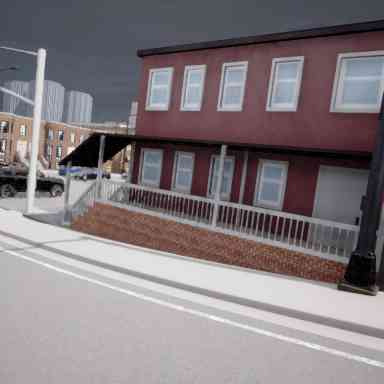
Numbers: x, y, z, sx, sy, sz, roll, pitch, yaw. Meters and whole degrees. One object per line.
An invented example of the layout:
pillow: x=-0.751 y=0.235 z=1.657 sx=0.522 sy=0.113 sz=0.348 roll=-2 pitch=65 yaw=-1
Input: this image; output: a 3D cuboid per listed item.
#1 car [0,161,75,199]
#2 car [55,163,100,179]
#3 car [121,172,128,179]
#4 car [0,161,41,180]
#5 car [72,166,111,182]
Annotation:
car: x=-11.128 y=-0.736 z=22.151 sx=2.150 sy=2.045 sz=5.566 roll=10 pitch=6 yaw=35
car: x=-14.297 y=-2.570 z=41.825 sx=1.882 sy=1.535 sz=5.008 roll=10 pitch=6 yaw=36
car: x=-8.421 y=-2.549 z=49.938 sx=2.128 sy=1.511 sz=4.902 roll=10 pitch=6 yaw=36
car: x=-17.357 y=-2.059 z=31.665 sx=1.882 sy=1.535 sz=5.008 roll=10 pitch=6 yaw=35
car: x=-11.841 y=-2.041 z=39.314 sx=2.128 sy=1.511 sz=4.902 roll=10 pitch=6 yaw=35
